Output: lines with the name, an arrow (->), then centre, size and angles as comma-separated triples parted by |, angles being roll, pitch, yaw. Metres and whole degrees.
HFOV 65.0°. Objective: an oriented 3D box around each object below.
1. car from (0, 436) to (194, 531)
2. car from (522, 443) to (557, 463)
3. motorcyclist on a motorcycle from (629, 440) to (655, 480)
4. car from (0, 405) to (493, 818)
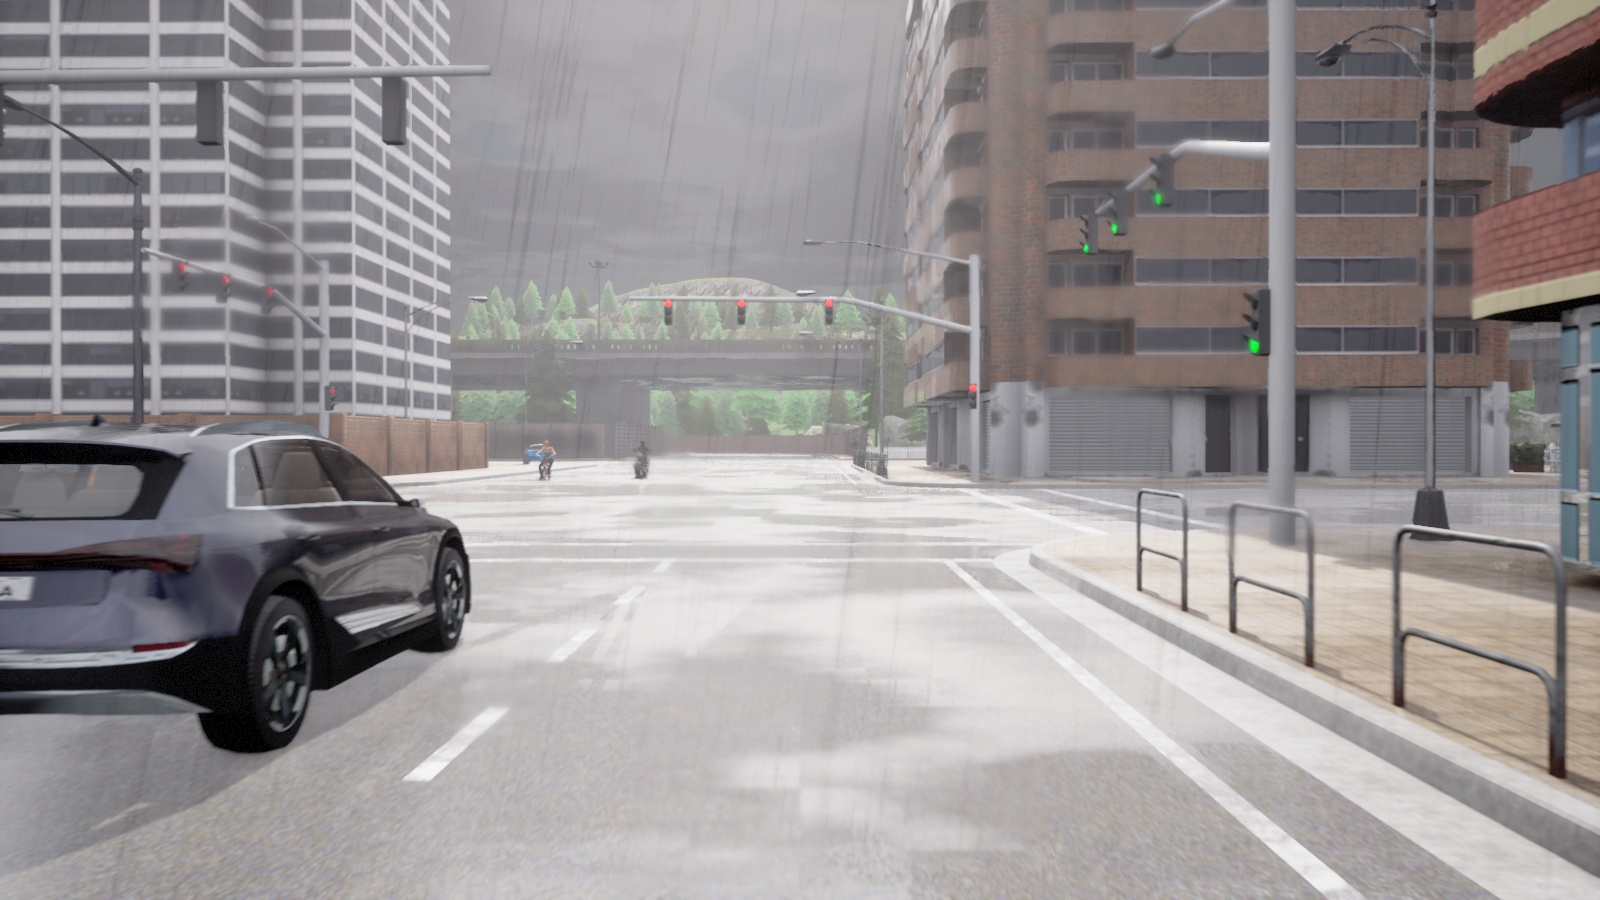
car -> -13.544, 0.545, 22.997 | 5.366, 1.575, 1.801 | 0, 1, 32
car -> -19.031, 0.212, 91.851 | 2.207, 1.376, 1.481 | -1, 0, 0
motorcyclist on a motorcycle -> -6.687, 0.392, 53.180 | 0.766, 1.649, 2.350 | 0, 0, 0
car -> -3.443, 0.632, 7.451 | 2.033, 1.649, 4.856 | 0, 0, 0
